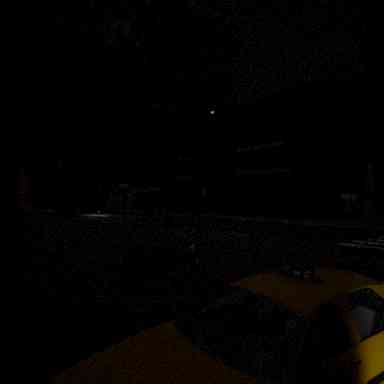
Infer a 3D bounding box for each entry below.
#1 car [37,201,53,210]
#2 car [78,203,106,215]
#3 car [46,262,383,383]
[{"bbox_3d":[-27.189,2.467,61.454,1.882,1.535,5.008,1,-1,-36],"label":"car"},{"bbox_3d":[-12.316,2.038,40.720,2.033,1.411,5.357,1,-2,-36],"label":"car"},{"bbox_3d":[0.934,1.493,3.455,4.829,1.417,1.752,-1,2,-35],"label":"car"}]
